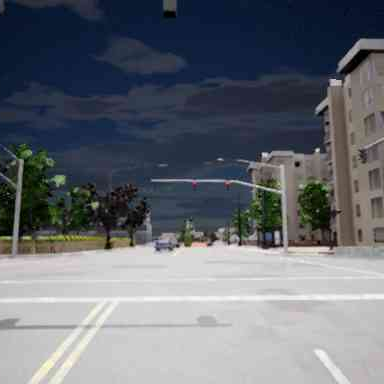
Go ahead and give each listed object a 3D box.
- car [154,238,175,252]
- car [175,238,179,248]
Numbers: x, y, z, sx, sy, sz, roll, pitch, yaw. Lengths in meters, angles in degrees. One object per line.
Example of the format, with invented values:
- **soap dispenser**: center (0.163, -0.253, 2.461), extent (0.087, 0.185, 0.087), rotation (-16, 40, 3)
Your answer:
- **car**: center (-3.420, 6.486, 40.619), extent (1.812, 1.442, 4.674), rotation (0, -8, 0)
- **car**: center (-3.308, 8.809, 57.517), extent (2.097, 1.767, 4.553), rotation (0, -8, 1)
